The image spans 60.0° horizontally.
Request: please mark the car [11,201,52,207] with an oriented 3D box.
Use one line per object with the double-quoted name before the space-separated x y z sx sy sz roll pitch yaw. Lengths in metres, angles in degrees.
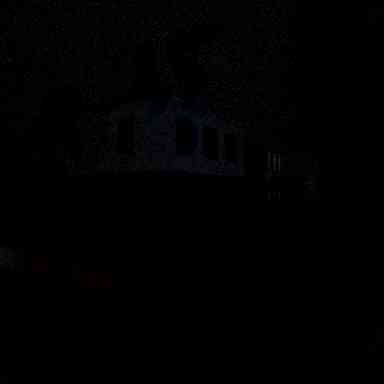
"car" -14.643 1.528 29.155 2.033 1.411 5.357 0 0 29
